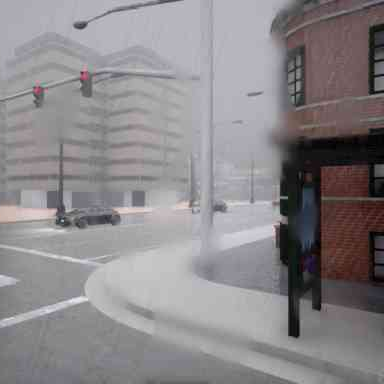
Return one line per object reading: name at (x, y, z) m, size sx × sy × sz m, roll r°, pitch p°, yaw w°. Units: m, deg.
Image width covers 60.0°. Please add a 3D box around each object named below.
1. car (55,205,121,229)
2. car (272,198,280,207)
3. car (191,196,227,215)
car at (-6.677, 1.564, 21.721) m, size 1.994 × 1.385 × 4.181 m, roll 0°, pitch 0°, yaw 35°
car at (13.737, 1.485, 50.399) m, size 1.882 × 1.535 × 5.008 m, roll 0°, pitch 0°, yaw 35°
car at (1.766, 1.491, 33.647) m, size 2.128 × 1.511 × 4.902 m, roll 0°, pitch 0°, yaw 35°
